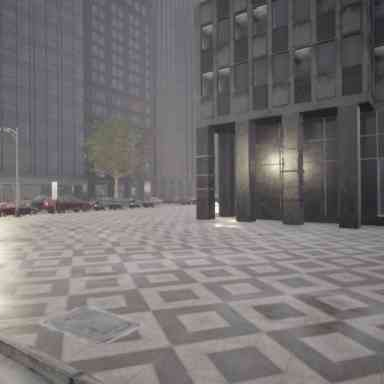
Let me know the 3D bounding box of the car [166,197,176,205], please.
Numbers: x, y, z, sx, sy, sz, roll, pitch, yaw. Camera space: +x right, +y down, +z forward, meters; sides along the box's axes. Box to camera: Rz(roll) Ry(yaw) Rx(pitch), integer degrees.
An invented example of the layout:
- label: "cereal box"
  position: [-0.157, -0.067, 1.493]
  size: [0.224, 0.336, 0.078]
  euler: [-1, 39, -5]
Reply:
- label: "car"
  position: [-2.405, 1.599, 59.612]
  size: [1.895, 1.301, 4.718]
  euler: [-1, 0, 35]

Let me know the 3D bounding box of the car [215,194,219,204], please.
- label: "car"
  position: [3.180, 1.222, 57.725]
  size: [2.192, 1.841, 5.009]
  euler: [-1, 0, 35]

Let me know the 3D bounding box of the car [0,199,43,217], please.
- label: "car"
  position: [-16.078, 1.577, 29.909]
  size: [1.802, 1.307, 4.206]
  euler: [-1, 0, 35]

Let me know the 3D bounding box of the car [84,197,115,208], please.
- label: "car"
  position: [-13.455, 1.484, 48.673]
  size: [1.967, 1.590, 4.097]
  euler: [-1, 0, 35]

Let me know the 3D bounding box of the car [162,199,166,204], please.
- label: "car"
  position: [-7.130, 1.544, 57.806]
  size: [1.752, 1.417, 4.829]
  euler: [-1, 0, 35]

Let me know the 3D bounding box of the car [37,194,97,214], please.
- label: "car"
  position: [-12.870, 1.290, 34.546]
  size: [2.192, 1.841, 5.009]
  euler: [-1, 0, 35]

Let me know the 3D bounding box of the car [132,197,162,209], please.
- label: "car"
  position: [-6.448, 1.509, 43.816]
  size: [1.947, 1.339, 4.313]
  euler: [-1, 0, 35]

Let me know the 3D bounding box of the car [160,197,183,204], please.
- label: "car"
  position: [-3.822, 1.574, 62.583]
  size: [1.947, 1.339, 4.313]
  euler: [-1, 0, 35]

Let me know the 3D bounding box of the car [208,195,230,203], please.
- label: "car"
  position: [5.461, 1.416, 65.535]
  size: [2.128, 1.511, 4.902]
  euler: [-1, 0, 35]

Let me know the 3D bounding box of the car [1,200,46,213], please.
- label: "car"
  position: [-19.874, 1.643, 39.401]
  size: [1.947, 1.339, 4.313]
  euler: [-1, 0, 35]

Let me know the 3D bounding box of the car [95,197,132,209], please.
- label: "car"
  position: [-11.042, 1.502, 47.298]
  size: [2.128, 1.511, 4.902]
  euler: [-1, 0, 35]

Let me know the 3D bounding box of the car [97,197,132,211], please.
- label: "car"
  position: [-9.658, 1.525, 39.181]
  size: [1.947, 1.339, 4.313]
  euler: [-1, 0, 35]

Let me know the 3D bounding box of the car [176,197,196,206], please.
- label: "car"
  position: [-0.029, 1.462, 53.088]
  size: [1.887, 1.381, 4.507]
  euler: [-1, 0, 35]

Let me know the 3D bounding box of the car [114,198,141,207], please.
- label: "car"
  position: [-10.243, 1.613, 53.310]
  size: [1.802, 1.307, 4.206]
  euler: [-1, 0, 35]

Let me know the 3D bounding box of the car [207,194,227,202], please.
- label: "car"
  position: [5.808, 1.296, 76.493]
  size: [2.192, 1.841, 5.009]
  euler: [-1, 0, 35]

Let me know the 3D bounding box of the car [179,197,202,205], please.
- label: "car"
  position: [-0.218, 1.506, 57.319]
  size: [1.994, 1.385, 4.181]
  euler: [-1, 0, 34]

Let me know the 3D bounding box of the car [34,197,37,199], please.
- label: "car"
  position: [-16.960, 1.264, 38.783]
  size: [2.150, 2.045, 5.566]
  euler: [-1, 0, 35]
